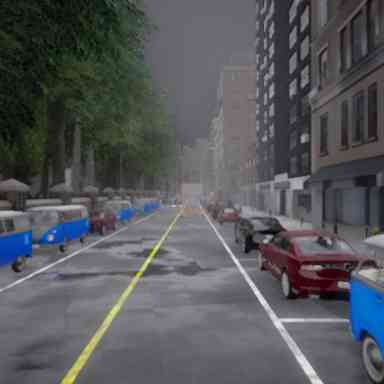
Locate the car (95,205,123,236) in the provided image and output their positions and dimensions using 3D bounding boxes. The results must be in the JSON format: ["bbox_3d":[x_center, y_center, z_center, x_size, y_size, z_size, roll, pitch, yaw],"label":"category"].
[{"bbox_3d":[-5.667,1.727,19.787,1.887,1.381,4.507,0,-1,0],"label":"car"}]

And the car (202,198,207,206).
[{"bbox_3d":[2.864,1.998,48.101,1.802,1.307,4.206,0,0,0],"label":"car"}]

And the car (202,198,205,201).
[{"bbox_3d":[2.865,2.041,53.761,1.802,1.307,4.206,0,0,0],"label":"car"}]

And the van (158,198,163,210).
[{"bbox_3d":[-5.661,1.757,48.077,1.690,1.788,3.998,0,0,0],"label":"van"}]

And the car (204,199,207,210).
[{"bbox_3d":[2.863,1.916,42.441,1.887,1.381,4.507,0,0,0],"label":"car"}]

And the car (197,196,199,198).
[{"bbox_3d":[2.872,2.227,82.063,1.947,1.339,4.313,0,0,0],"label":"car"}]

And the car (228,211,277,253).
[{"bbox_3d":[2.856,1.698,14.139,1.947,1.339,4.313,0,-1,0],"label":"car"}]

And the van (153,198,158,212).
[{"bbox_3d":[-5.663,1.713,42.419,1.690,1.788,3.998,0,0,0],"label":"van"}]

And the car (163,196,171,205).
[{"bbox_3d":[-5.655,1.938,76.366,2.192,1.841,5.009,0,0,0],"label":"car"}]

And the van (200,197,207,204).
[{"bbox_3d":[2.866,1.843,59.423,1.690,1.788,3.998,0,0,0],"label":"van"}]

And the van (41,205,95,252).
[{"bbox_3d":[-5.669,1.473,14.131,1.690,1.788,3.998,0,-1,0],"label":"van"}]

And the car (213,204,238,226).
[{"bbox_3d":[2.859,1.813,25.459,1.802,1.307,4.206,0,0,0],"label":"car"}]

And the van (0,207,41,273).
[{"bbox_3d":[-5.671,1.421,8.473,1.690,1.788,3.998,0,-1,0],"label":"van"}]

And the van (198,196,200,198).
[{"bbox_3d":[2.870,1.964,76.404,1.690,1.788,3.998,0,0,0],"label":"van"}]

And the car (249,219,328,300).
[{"bbox_3d":[2.855,1.625,8.479,1.887,1.381,4.507,0,-1,0],"label":"car"}]

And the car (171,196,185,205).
[{"bbox_3d":[-2.987,2.080,70.993,1.837,1.490,4.892,0,0,0],"label":"car"}]

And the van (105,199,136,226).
[{"bbox_3d":[-5.667,1.572,25.446,1.690,1.788,3.998,0,0,0],"label":"van"}]

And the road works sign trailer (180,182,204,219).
[{"bbox_3d":[0.006,0.760,33.084,2.380,3.560,2.880,0,0,0],"label":"road works sign trailer"}]

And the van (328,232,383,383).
[{"bbox_3d":[2.853,1.368,2.821,1.690,1.788,3.998,0,-1,0],"label":"van"}]

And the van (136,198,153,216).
[{"bbox_3d":[-5.664,1.667,36.761,1.690,1.788,3.998,0,0,0],"label":"van"}]

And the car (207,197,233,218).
[{"bbox_3d":[2.859,1.594,31.122,2.192,1.841,5.009,0,0,0],"label":"car"}]
